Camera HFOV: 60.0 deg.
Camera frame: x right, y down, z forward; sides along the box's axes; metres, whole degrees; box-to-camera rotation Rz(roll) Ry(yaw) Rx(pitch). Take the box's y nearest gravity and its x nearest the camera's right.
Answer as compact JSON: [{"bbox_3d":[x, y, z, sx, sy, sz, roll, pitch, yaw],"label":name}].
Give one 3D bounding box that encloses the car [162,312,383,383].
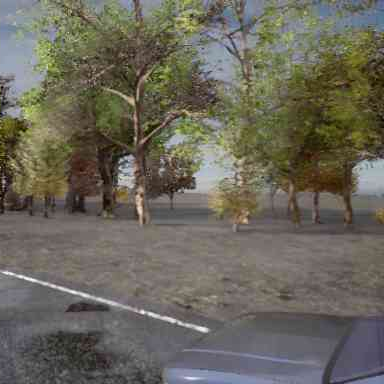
[{"bbox_3d":[2.267,1.544,2.081,5.357,1.411,2.033,0,0,35],"label":"car"}]
